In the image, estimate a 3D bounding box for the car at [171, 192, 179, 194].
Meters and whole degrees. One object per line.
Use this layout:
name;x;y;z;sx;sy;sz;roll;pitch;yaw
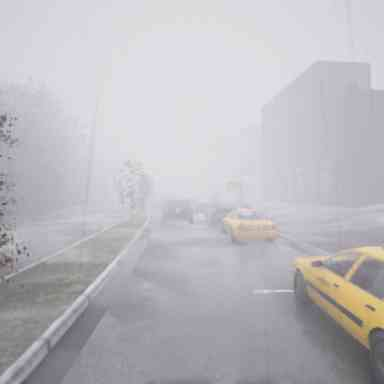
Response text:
car;-2.313;1.283;60.032;2.002;1.452;4.674;0;0;-7

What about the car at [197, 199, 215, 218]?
car;1.074;1.387;32.604;2.097;1.535;5.008;0;0;-6

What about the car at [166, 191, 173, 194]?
car;-3.676;0.915;71.070;2.435;2.045;5.566;0;0;-7

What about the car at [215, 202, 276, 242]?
car;2.559;1.436;16.033;1.946;1.575;5.366;0;0;-3

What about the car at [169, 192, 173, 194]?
car;-2.998;1.236;65.569;2.163;1.488;4.792;0;0;-7

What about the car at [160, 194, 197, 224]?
car;-1.097;1.282;24.109;2.097;1.767;4.553;0;0;-5

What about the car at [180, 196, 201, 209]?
car;-0.273;1.338;43.514;2.231;1.521;4.892;0;0;-7

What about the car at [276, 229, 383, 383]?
car;3.011;1.463;5.024;1.946;1.575;5.366;0;0;-1

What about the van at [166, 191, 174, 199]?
van;-5.728;0.803;87.671;1.878;1.987;4.442;0;0;-7

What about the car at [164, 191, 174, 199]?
car;-6.398;0.726;93.087;2.435;2.045;5.566;0;1;-7
